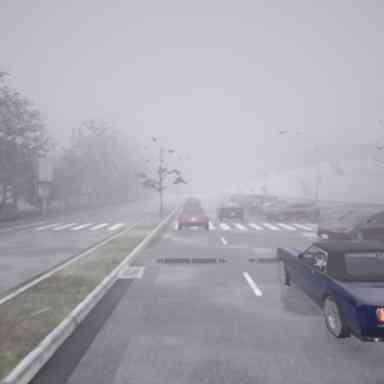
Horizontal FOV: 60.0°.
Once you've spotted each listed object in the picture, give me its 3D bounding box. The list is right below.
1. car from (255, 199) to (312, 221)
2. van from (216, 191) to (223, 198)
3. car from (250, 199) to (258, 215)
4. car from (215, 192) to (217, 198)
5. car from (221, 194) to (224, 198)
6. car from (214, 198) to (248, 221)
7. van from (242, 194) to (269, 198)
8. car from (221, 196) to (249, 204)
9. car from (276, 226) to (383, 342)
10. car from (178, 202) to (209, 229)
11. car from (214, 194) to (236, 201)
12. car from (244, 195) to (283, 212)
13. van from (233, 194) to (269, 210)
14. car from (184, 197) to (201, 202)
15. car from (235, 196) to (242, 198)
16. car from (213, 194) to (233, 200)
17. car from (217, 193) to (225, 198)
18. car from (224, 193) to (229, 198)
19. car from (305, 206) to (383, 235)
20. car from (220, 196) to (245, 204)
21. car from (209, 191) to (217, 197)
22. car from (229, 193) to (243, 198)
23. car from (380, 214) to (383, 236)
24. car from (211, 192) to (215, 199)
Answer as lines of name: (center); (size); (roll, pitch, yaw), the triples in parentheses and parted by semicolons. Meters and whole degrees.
car: (8.038, 1.573, 27.318); (4.792, 1.488, 2.163); (1, 0, -20)
van: (7.947, 1.224, 69.075); (4.442, 1.987, 1.878); (1, 1, -20)
car: (8.058, 1.586, 30.336); (4.674, 1.452, 2.002); (1, 0, -20)
car: (8.024, 1.290, 72.103); (4.553, 1.767, 2.185); (1, 1, -20)
car: (8.028, 1.568, 57.177); (4.792, 1.488, 2.163); (1, 1, -20)
car: (3.093, 1.532, 27.773); (1.882, 1.535, 5.008); (0, 0, 0)
van: (8.172, 1.326, 36.344); (4.442, 1.987, 1.878); (1, 0, -20)
car: (8.080, 1.536, 63.173); (4.792, 1.488, 2.163); (1, 0, -20)
car: (3.098, 1.632, 6.574); (1.895, 1.301, 4.718); (0, 0, 0)
car: (0.093, 1.615, 22.044); (1.994, 1.385, 4.181); (0, 0, 0)
car: (8.075, 1.324, 81.076); (4.792, 1.488, 2.163); (1, 1, -20)
car: (8.034, 1.422, 33.309); (4.553, 1.767, 2.185); (1, 0, -20)
van: (7.953, 1.330, 45.205); (4.442, 1.987, 1.878); (1, 0, -20)
car: (0.089, 1.417, 41.057); (2.097, 1.767, 4.553); (0, 0, 0)
car: (8.054, 1.554, 39.283); (4.892, 1.521, 2.231); (1, 0, -20)
car: (8.043, 1.254, 87.029); (4.674, 1.452, 2.002); (1, 0, -20)
car: (7.882, 1.518, 60.104); (5.366, 1.575, 1.946); (1, 1, -20)
car: (8.087, 1.307, 48.248); (5.566, 2.045, 2.435); (1, 0, -20)
car: (8.041, 1.564, 15.312); (4.792, 1.488, 2.163); (1, 0, -20)
car: (8.048, 1.518, 66.146); (4.674, 1.452, 2.002); (1, 0, -20)
car: (7.875, 1.248, 83.980); (5.366, 1.575, 1.946); (1, 1, -20)
car: (8.038, 1.303, 42.252); (5.566, 2.045, 2.435); (1, 0, -20)
car: (8.240, 1.527, 9.388); (5.366, 1.575, 1.946); (1, 0, -20)
car: (7.876, 1.332, 78.014); (5.366, 1.575, 1.946); (1, 1, -20)
